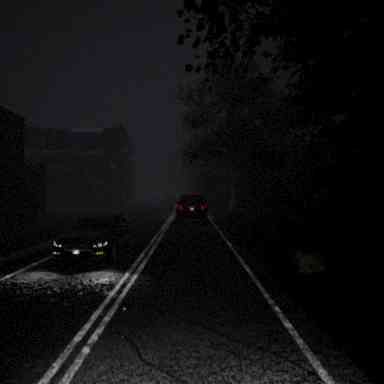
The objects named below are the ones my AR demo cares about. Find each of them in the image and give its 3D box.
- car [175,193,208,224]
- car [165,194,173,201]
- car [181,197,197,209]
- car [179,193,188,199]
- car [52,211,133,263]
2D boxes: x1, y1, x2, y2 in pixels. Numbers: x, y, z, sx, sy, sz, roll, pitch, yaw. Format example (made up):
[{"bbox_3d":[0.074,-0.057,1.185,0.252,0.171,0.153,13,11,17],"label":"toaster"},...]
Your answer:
[{"bbox_3d":[-0.044,1.197,24.560,2.150,2.045,5.566,0,0,-1],"label":"car"},{"bbox_3d":[-4.999,1.151,72.653,1.837,1.490,4.892,0,1,-3],"label":"car"},{"bbox_3d":[-0.481,1.469,44.331,2.033,1.411,5.357,0,0,-2],"label":"car"},{"bbox_3d":[-2.041,0.970,78.388,1.895,1.301,4.718,0,1,-3],"label":"car"},{"bbox_3d":[-3.376,1.499,12.079,1.837,1.490,4.892,0,0,0],"label":"car"}]
